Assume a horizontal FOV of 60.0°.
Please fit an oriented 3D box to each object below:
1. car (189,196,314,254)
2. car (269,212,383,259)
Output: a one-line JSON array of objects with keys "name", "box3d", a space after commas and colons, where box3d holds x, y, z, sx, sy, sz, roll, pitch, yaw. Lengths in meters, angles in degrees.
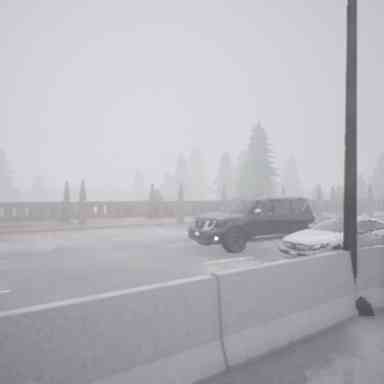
[{"name": "car", "box3d": [2.605, 1.192, 13.599, 5.566, 2.045, 2.150, 0, 0, -29]}, {"name": "car", "box3d": [5.008, 1.510, 10.878, 4.674, 1.442, 1.812, 0, 0, -29]}]
